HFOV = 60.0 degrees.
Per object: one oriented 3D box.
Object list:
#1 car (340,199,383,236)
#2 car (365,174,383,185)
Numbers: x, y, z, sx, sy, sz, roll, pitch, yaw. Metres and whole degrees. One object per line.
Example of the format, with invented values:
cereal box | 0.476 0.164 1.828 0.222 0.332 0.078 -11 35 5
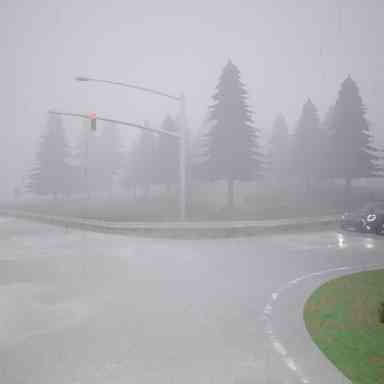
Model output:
car | 9.883 1.140 17.018 4.553 1.767 2.097 -2 1 -21
car | 28.020 -2.127 51.214 2.150 2.045 5.566 0 5 25
